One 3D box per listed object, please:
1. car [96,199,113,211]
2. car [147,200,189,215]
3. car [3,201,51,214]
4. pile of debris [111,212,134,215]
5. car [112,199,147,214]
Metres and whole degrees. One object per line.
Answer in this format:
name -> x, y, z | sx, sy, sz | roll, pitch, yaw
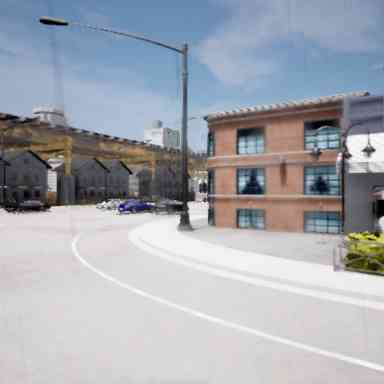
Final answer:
car -> -10.292, 1.633, 43.200 | 1.812, 1.442, 4.674 | 0, 0, 33
car -> -2.205, 1.593, 35.883 | 2.128, 1.511, 4.902 | 0, 0, 32
car -> -18.136, 1.675, 36.763 | 1.895, 1.301, 4.718 | 0, 0, 27
pile of debris -> -7.298, 2.264, 34.792 | 1.500, 0.140, 1.860 | 0, 0, 33
car -> -6.090, 1.618, 36.428 | 1.812, 1.442, 4.674 | 0, 0, 32
